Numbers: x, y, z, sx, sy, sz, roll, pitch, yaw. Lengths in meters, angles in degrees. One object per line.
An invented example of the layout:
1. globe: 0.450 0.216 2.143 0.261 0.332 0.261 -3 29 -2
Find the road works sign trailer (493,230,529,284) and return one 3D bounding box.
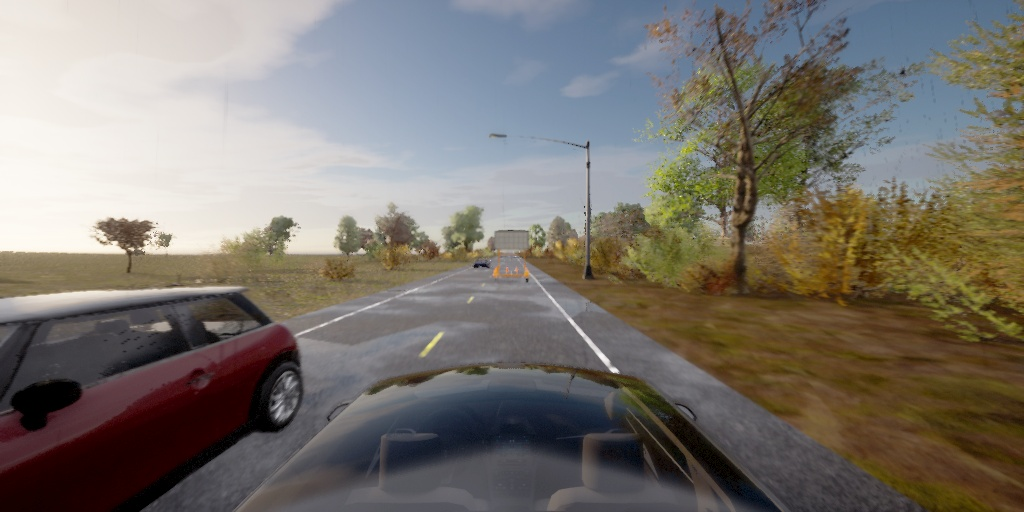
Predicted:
1. road works sign trailer: -0.020 -0.010 24.626 2.380 3.560 2.880 0 0 0

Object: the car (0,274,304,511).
1. car: -3.598 1.094 2.460 2.097 1.767 4.553 0 1 0

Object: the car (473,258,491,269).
1. car: -3.608 0.924 43.734 1.895 1.301 4.718 0 1 0
